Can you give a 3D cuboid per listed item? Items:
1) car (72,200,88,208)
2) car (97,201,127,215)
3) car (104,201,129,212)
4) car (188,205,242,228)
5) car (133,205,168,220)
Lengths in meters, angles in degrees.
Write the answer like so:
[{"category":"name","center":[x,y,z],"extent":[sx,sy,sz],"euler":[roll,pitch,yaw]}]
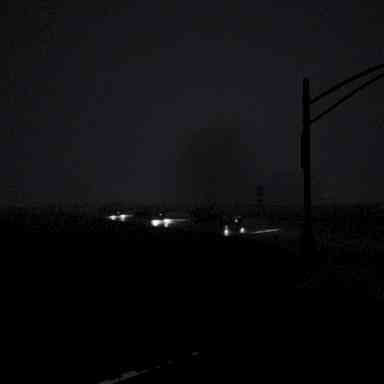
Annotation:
[{"category":"car","center":[-21.453,2.320,63.656],"extent":[2.128,1.511,4.902],"euler":[-1,0,-36]},{"category":"car","center":[-10.337,2.110,41.829],"extent":[2.033,1.411,5.357],"euler":[-1,0,-35]},{"category":"car","center":[-11.343,2.093,49.558],"extent":[1.837,1.490,4.892],"euler":[-1,0,-36]},{"category":"car","center":[1.642,1.771,25.114],"extent":[2.128,1.511,4.902],"euler":[-1,0,-36]},{"category":"car","center":[-4.189,1.981,33.230],"extent":[1.994,1.385,4.181],"euler":[-1,0,-37]}]
